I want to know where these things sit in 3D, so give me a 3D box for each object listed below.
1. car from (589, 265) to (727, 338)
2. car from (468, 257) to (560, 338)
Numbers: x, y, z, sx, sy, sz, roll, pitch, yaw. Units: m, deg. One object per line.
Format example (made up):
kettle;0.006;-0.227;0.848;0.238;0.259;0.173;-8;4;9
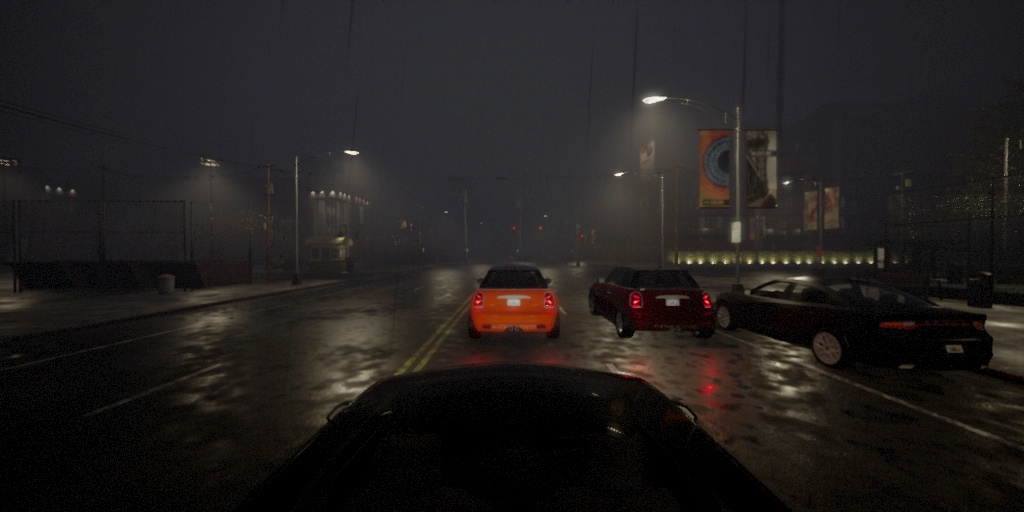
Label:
car;3.561;1.025;10.027;2.097;1.767;4.553;0;1;0
car;0.061;1.025;10.011;2.097;1.767;4.553;0;1;0
